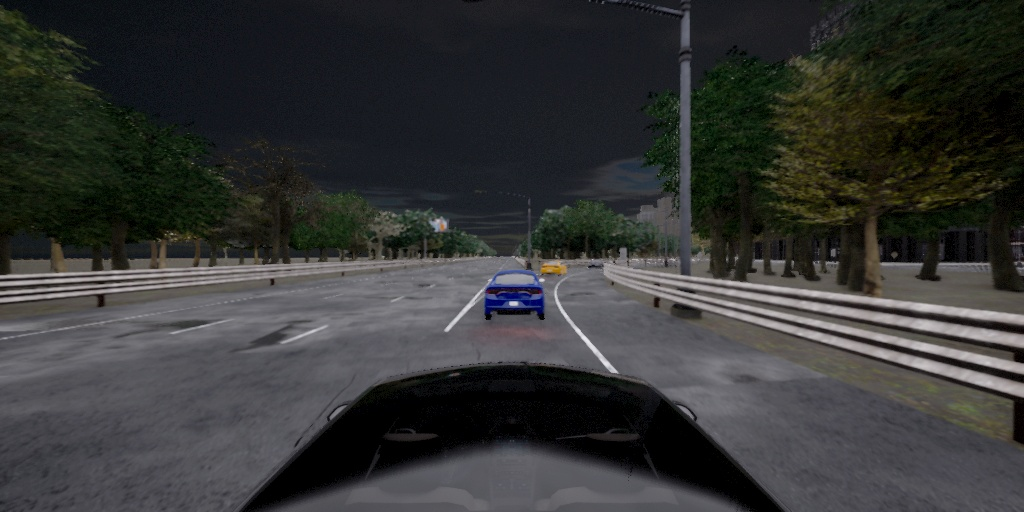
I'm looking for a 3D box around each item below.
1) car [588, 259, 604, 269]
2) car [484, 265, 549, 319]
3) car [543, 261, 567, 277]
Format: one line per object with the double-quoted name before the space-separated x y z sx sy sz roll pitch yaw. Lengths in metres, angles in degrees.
"car" 13.328 1.224 55.116 2.033 1.411 5.357 0 0 33
"car" 0.160 1.233 12.840 1.882 1.535 5.008 0 0 3
"car" 4.261 1.208 35.768 1.882 1.535 5.008 0 0 18
